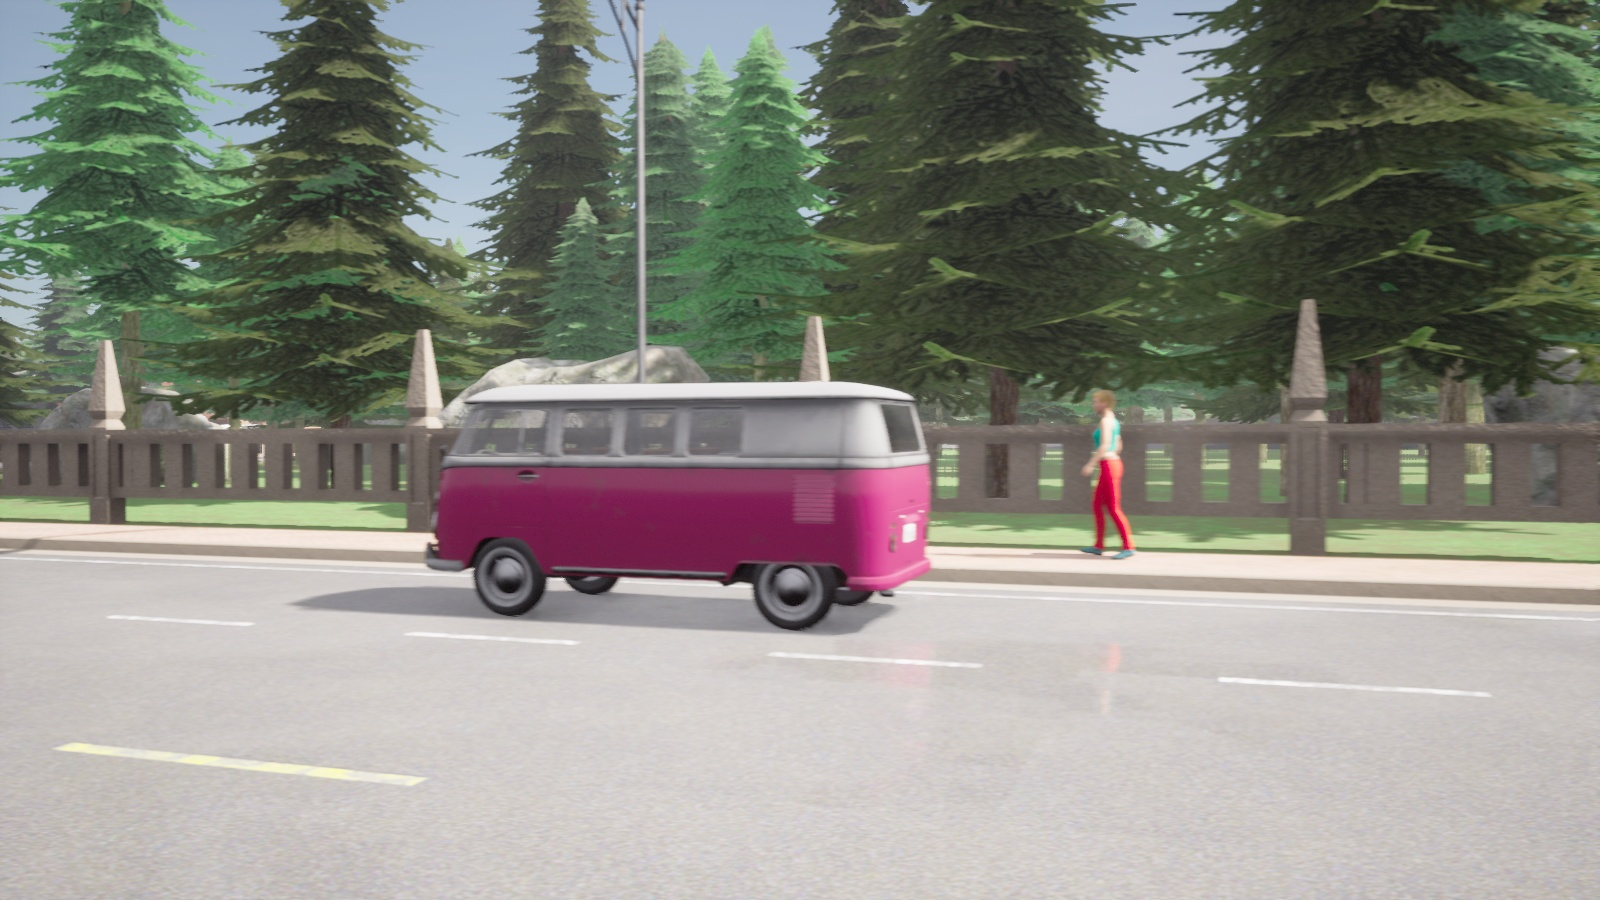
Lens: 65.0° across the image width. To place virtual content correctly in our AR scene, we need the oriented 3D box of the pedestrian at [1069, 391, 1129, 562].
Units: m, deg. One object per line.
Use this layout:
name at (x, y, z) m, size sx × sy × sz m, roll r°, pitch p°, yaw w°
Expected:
pedestrian at (3.272, 0.277, 13.734) m, size 0.594 × 1.836 × 0.345 m, roll 1°, pitch 1°, yaw 21°

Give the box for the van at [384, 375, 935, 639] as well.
van at (-1.201, 0.399, 10.979) m, size 4.442 × 1.987 × 1.775 m, roll 1°, pitch 1°, yaw 19°
